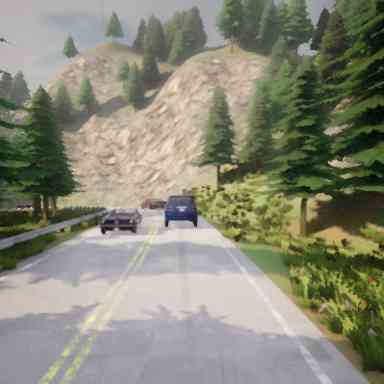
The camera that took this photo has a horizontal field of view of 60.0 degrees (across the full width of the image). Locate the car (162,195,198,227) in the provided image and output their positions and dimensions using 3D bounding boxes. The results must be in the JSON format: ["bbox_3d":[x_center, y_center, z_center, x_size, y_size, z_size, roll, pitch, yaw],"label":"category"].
[{"bbox_3d":[-0.825,1.188,22.993,2.150,2.045,5.566,0,0,-4],"label":"car"}]

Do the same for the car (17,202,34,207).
[{"bbox_3d":[-27.073,2.457,55.368,4.892,1.490,1.837,-3,3,26],"label":"car"}]

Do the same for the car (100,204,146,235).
[{"bbox_3d":[-3.937,1.590,19.044,1.895,1.301,4.718,0,0,-4],"label":"car"}]

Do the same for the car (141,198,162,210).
[{"bbox_3d":[-4.997,1.469,41.731,1.812,1.442,4.674,-2,1,-27],"label":"car"}]
